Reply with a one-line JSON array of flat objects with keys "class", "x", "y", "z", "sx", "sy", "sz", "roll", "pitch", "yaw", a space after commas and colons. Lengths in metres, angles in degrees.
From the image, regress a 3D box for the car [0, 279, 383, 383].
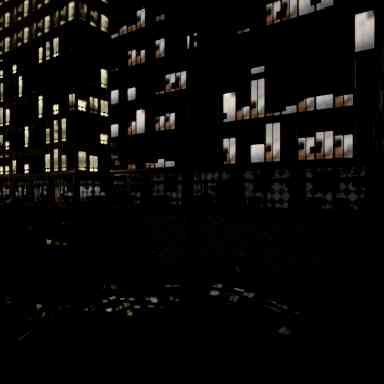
[{"class": "car", "x": -0.427, "y": 1.566, "z": 3.175, "sx": 4.313, "sy": 1.339, "sz": 1.947, "roll": 0, "pitch": 0, "yaw": 36}]
